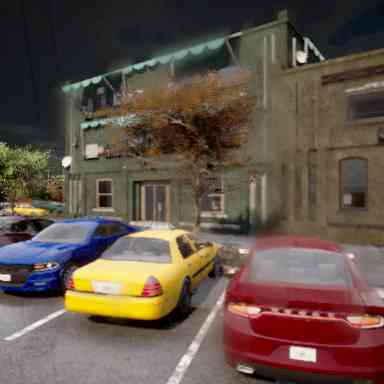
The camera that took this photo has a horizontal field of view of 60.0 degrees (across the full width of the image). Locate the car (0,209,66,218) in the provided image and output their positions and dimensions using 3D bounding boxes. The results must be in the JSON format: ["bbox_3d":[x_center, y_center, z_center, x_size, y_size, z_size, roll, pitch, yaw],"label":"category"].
[{"bbox_3d":[-5.472,1.518,10.872,2.163,1.488,4.792,0,-1,16],"label":"car"}]

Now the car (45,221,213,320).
[{"bbox_3d":[-0.614,1.487,7.587,1.946,1.575,5.366,0,-1,16],"label":"car"}]

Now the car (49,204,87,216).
[{"bbox_3d":[-17.482,2.544,46.958,4.674,1.452,2.002,1,-1,15],"label":"car"}]

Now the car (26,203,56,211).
[{"bbox_3d":[-28.558,2.756,62.784,4.792,1.488,2.163,0,-2,15],"label":"car"}]

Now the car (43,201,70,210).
[{"bbox_3d":[-26.682,2.704,65.588,4.553,1.767,2.185,0,-2,15],"label":"car"}]

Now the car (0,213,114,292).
[{"bbox_3d":[-3.073,1.488,9.127,2.097,1.535,5.008,1,-1,16],"label":"car"}]

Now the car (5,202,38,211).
[{"bbox_3d":[-30.699,2.620,60.044,5.366,1.575,1.946,0,-2,15],"label":"car"}]

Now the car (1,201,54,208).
[{"bbox_3d":[-20.759,2.300,41.964,5.366,1.575,1.946,2,-2,15],"label":"car"}]

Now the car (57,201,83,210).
[{"bbox_3d":[-24.929,2.794,68.010,4.553,1.767,2.185,0,-2,15],"label":"car"}]

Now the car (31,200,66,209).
[{"bbox_3d":[-19.173,2.154,44.492,5.566,2.045,2.435,1,-1,15],"label":"car"}]

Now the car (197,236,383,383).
[{"bbox_3d":[1.756,1.487,5.687,2.097,1.535,5.008,0,-1,15],"label":"car"}]

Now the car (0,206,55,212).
[{"bbox_3d":[-7.886,1.490,12.566,2.231,1.521,4.892,1,-1,16],"label":"car"}]

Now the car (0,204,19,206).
[{"bbox_3d":[-10.333,1.483,14.100,1.946,1.575,5.366,1,-1,15],"label":"car"}]
